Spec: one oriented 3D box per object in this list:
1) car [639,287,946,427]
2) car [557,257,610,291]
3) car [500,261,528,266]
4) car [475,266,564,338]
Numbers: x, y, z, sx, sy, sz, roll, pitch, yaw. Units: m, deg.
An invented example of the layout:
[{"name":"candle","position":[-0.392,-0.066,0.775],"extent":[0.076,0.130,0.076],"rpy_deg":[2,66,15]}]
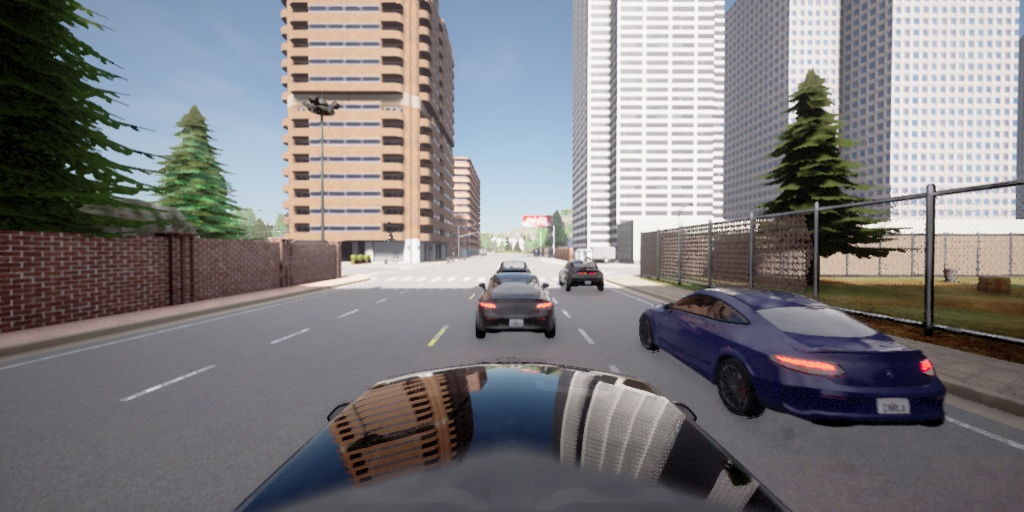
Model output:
[{"name":"car","position":[3.607,1.217,5.697],"extent":[1.812,1.442,4.674],"rpy_deg":[0,1,0]},{"name":"car","position":[3.625,0.994,19.273],"extent":[1.837,1.490,4.892],"rpy_deg":[0,0,1]},{"name":"car","position":[0.088,0.990,18.799],"extent":[2.128,1.511,4.902],"rpy_deg":[0,1,0]},{"name":"car","position":[0.059,1.160,9.596],"extent":[1.812,1.442,4.674],"rpy_deg":[0,1,-1]}]
